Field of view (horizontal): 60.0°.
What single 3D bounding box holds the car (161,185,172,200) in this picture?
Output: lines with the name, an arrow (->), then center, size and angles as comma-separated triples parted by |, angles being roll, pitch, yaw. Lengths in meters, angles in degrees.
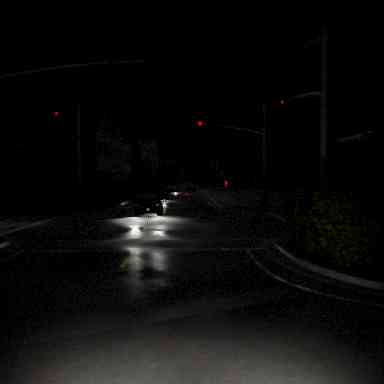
car -> -3.743, 0.174, 38.650 | 1.994, 1.385, 4.181 | -1, 2, 0

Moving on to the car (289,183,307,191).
car -> 18.845, -0.913, 59.313 | 1.970, 1.475, 3.806 | -1, 2, -1

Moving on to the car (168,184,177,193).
car -> -3.756, -0.695, 60.850 | 1.882, 1.535, 5.008 | -1, 2, 0

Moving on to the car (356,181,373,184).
car -> 18.990, -0.191, 34.395 | 1.905, 1.878, 3.866 | -1, 2, -1

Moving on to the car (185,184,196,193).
car -> -0.218, -0.611, 58.856 | 1.812, 1.442, 4.674 | -1, 2, 0

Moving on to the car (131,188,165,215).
car -> -3.213, 0.708, 23.179 | 1.812, 1.442, 4.674 | -1, 3, -11

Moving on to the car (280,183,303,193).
car -> 15.227, -0.563, 52.249 | 2.007, 1.523, 4.514 | -1, 2, -1

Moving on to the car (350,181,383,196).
car -> 22.228, -0.480, 42.278 | 1.932, 1.855, 4.605 | -1, 2, -1

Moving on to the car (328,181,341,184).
car -> 25.259, -1.066, 59.671 | 2.152, 1.636, 5.027 | -1, 2, -1
